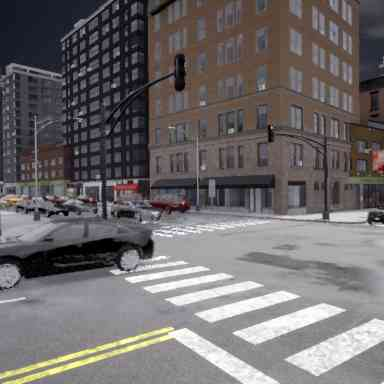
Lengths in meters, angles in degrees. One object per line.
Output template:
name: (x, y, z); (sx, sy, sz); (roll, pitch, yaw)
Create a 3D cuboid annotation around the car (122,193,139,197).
car: (-6.296, 1.045, 35.132); (2.192, 1.841, 5.009); (0, 1, -44)

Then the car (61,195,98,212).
car: (-10.606, 1.336, 31.280); (1.812, 1.442, 4.674); (-1, 1, -44)

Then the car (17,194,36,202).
car: (-29.327, 1.044, 58.832); (1.802, 1.307, 4.206); (0, 1, -44)

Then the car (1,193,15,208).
car: (-23.799, 1.248, 40.912); (1.752, 1.417, 4.829); (0, 1, -44)

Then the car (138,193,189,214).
car: (-2.457, 1.087, 31.182); (2.192, 1.841, 5.009); (0, 1, -44)

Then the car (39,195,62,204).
car: (-21.650, 1.136, 50.933); (1.802, 1.307, 4.206); (0, 1, -44)

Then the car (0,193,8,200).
car: (-40.842, 0.886, 70.681); (1.947, 1.339, 4.313); (0, 1, -44)

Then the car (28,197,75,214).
car: (-12.405, 1.418, 29.188); (1.947, 1.339, 4.313); (0, 1, -44)

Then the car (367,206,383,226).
car: (13.639, 1.452, 21.900); (5.008, 1.535, 1.882); (1, -1, -30)

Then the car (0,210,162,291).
car: (-3.441, 1.475, 9.229); (5.008, 1.535, 1.882); (0, 0, -35)

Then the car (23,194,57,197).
car: (-17.536, 1.258, 38.424); (1.812, 1.442, 4.674); (-1, 1, -44)

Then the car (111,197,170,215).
car: (-4.187, 1.372, 24.677); (2.128, 1.511, 4.902); (-1, 1, -44)

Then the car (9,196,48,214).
car: (-16.243, 1.375, 33.137); (1.947, 1.339, 4.313); (0, 1, -44)

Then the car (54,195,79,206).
car: (-17.812, 1.181, 46.983); (1.802, 1.307, 4.206); (0, 1, -44)
